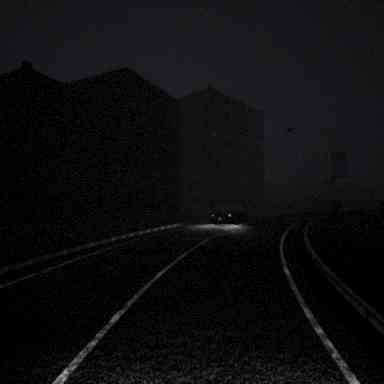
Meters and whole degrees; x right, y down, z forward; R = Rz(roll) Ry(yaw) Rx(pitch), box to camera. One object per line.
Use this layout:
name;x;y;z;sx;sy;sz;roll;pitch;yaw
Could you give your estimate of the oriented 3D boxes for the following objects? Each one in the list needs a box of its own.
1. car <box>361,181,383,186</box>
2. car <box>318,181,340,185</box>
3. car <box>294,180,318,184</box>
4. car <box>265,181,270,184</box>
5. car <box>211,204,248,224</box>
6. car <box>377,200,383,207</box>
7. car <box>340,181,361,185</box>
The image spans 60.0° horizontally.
car;43.758;-1.841;82.721;5.008;1.535;2.097;1;-5;-7
car;32.742;-1.997;81.404;4.892;1.521;2.231;1;-5;-5
car;27.244;-2.041;80.909;4.892;1.521;2.231;0;-5;-5
car;16.346;-2.228;79.952;4.553;1.767;2.185;0;-5;-5
car;3.092;1.702;26.470;1.812;1.442;4.674;-2;-1;27
car;32.690;1.829;55.075;4.181;1.385;1.994;0;-4;-25
car;38.257;-1.887;82.000;4.674;1.452;2.002;1;-5;-6
